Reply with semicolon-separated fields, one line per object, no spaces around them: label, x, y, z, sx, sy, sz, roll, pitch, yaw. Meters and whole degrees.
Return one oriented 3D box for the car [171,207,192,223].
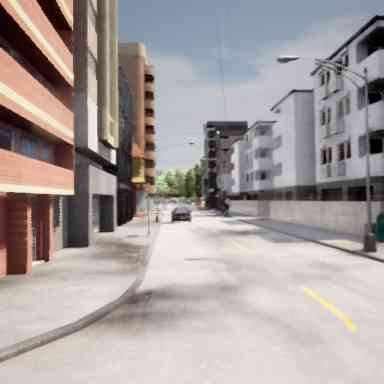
car;-1.091;2.286;33.660;1.882;1.535;5.008;-1;-1;-4
